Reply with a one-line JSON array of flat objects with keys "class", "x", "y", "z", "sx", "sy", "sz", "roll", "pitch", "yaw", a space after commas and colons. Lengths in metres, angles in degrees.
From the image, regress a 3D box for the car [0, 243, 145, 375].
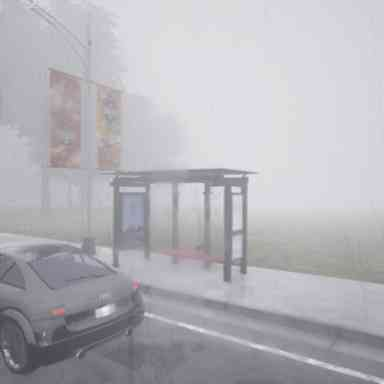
[{"class": "car", "x": -2.806, "y": 1.592, "z": 5.682, "sx": 4.181, "sy": 1.385, "sz": 1.994, "roll": 0, "pitch": 0, "yaw": 35}]
